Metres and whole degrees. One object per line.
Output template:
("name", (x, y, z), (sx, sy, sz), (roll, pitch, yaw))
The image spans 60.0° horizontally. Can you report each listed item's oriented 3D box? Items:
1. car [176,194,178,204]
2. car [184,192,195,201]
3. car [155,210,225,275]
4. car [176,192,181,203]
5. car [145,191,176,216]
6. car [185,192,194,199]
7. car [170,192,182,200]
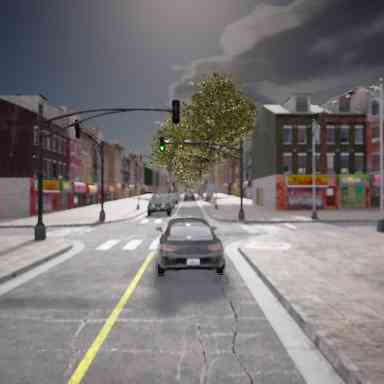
("car", (-3.157, 1.320, 42.602), (1.837, 1.490, 4.892), (0, 1, 0))
("car", (-0.473, 0.807, 63.647), (2.097, 1.767, 4.553), (0, 1, 0))
("car", (-0.149, 1.522, 10.377), (1.812, 1.442, 4.674), (0, 0, -4))
("car", (-3.205, 1.000, 52.435), (2.097, 1.767, 4.553), (0, 1, 0))
("car", (-3.075, 1.161, 32.733), (2.150, 2.045, 5.566), (0, 1, 0))
("car", (-0.549, 0.675, 73.719), (1.994, 1.385, 4.181), (0, 1, 0))
("car", (-3.255, 0.717, 67.863), (2.128, 1.511, 4.902), (0, 1, 0))
